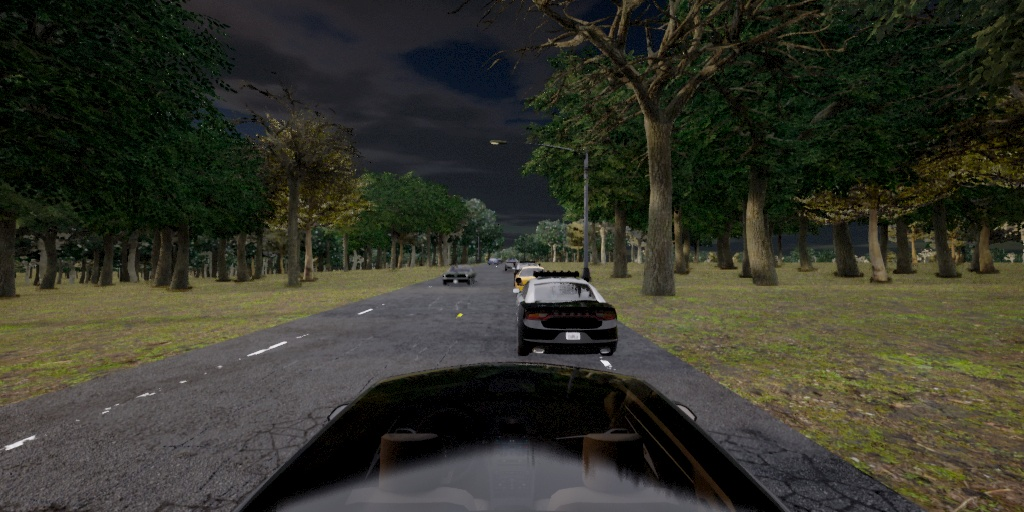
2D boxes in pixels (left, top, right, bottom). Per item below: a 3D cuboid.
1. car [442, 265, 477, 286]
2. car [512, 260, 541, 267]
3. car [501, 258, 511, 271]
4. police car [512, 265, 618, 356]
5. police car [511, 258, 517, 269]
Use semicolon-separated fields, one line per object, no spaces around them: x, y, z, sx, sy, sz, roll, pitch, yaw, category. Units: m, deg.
-3.592;1.323;25.058;1.895;1.301;4.718;0;0;0;car
1.057;1.192;18.850;1.801;1.575;5.366;0;0;0;car
0.037;1.130;45.977;2.128;1.511;4.902;0;0;1;car
1.054;1.174;8.767;1.930;1.638;5.238;0;0;0;police car
1.060;1.148;24.770;1.930;1.638;5.238;0;0;0;police car
